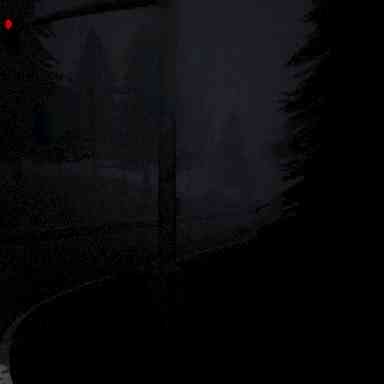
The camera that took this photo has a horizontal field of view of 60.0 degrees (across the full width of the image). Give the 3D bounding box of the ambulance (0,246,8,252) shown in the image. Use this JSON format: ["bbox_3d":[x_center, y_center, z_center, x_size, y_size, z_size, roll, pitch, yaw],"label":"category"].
[{"bbox_3d":[-8.639,1.035,8.781,2.351,2.431,6.366,0,0,35],"label":"ambulance"}]
